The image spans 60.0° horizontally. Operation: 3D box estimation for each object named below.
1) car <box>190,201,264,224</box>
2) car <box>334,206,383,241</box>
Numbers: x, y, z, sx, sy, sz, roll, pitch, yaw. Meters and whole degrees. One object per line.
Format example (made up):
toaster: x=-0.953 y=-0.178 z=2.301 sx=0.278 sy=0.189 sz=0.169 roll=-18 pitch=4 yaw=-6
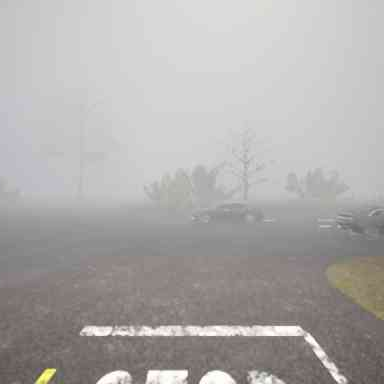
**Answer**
car: x=2.312 y=1.392 z=22.306 sx=4.892 sy=1.490 sz=1.837 roll=0 pitch=1 yaw=-1
car: x=9.223 y=1.398 z=15.469 sx=4.902 sy=1.511 sz=2.128 roll=0 pitch=1 yaw=-2
